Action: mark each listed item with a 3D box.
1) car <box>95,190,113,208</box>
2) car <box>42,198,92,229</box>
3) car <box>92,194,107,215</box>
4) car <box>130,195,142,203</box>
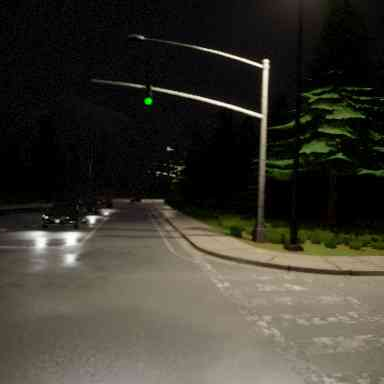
[{"bbox_3d":[-10.818,0.835,40.433,2.150,2.045,5.566,2,0,-8],"label":"car"},{"bbox_3d":[-7.381,1.245,19.639,1.837,1.490,4.892,2,0,-10],"label":"car"},{"bbox_3d":[-9.154,1.222,29.934,2.033,1.411,5.357,2,0,-10],"label":"car"},{"bbox_3d":[-9.788,1.180,58.255,2.033,1.411,5.357,2,0,-8],"label":"car"}]
